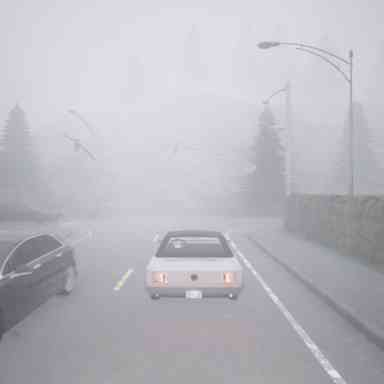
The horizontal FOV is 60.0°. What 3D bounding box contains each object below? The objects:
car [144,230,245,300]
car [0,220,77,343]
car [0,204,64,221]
[{"bbox_3d":[0.058,1.601,8.353,1.895,1.301,4.718,0,0,0],"label":"car"},{"bbox_3d":[-3.569,1.504,5.861,1.837,1.490,4.892,0,0,0],"label":"car"},{"bbox_3d":[-12.108,1.547,23.801,5.357,1.411,2.033,0,0,1],"label":"car"}]
